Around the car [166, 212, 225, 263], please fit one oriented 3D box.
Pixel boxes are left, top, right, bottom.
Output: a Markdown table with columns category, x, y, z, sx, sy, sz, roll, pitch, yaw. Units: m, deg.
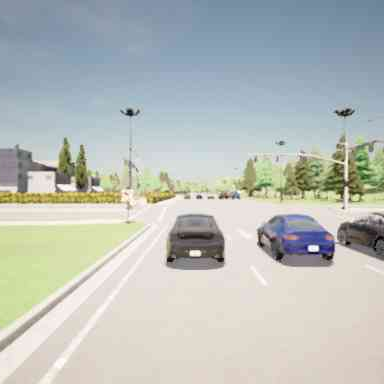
| category | x | y | z | sx | sy | sz | roll | pitch | yaw |
| --- | --- | --- | --- | --- | --- | --- | --- | --- | --- |
| car | 0.123 | 1.499 | 11.946 | 1.837 | 1.490 | 4.892 | 0 | 0 | 1 |

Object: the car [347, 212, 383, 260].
| category | x | y | z | sx | sy | sz | roll | pitch | yaw |
| --- | --- | --- | --- | --- | --- | --- | --- | --- | --- |
| car | 7.125 | 1.484 | 12.285 | 2.128 | 1.511 | 4.902 | 0 | 0 | 1 |

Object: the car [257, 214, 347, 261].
| category | x | y | z | sx | sy | sz | roll | pitch | yaw |
| --- | --- | --- | --- | --- | --- | --- | --- | --- | --- |
| car | 3.627 | 1.519 | 12.180 | 1.812 | 1.442 | 4.674 | 0 | 0 | 1 |
